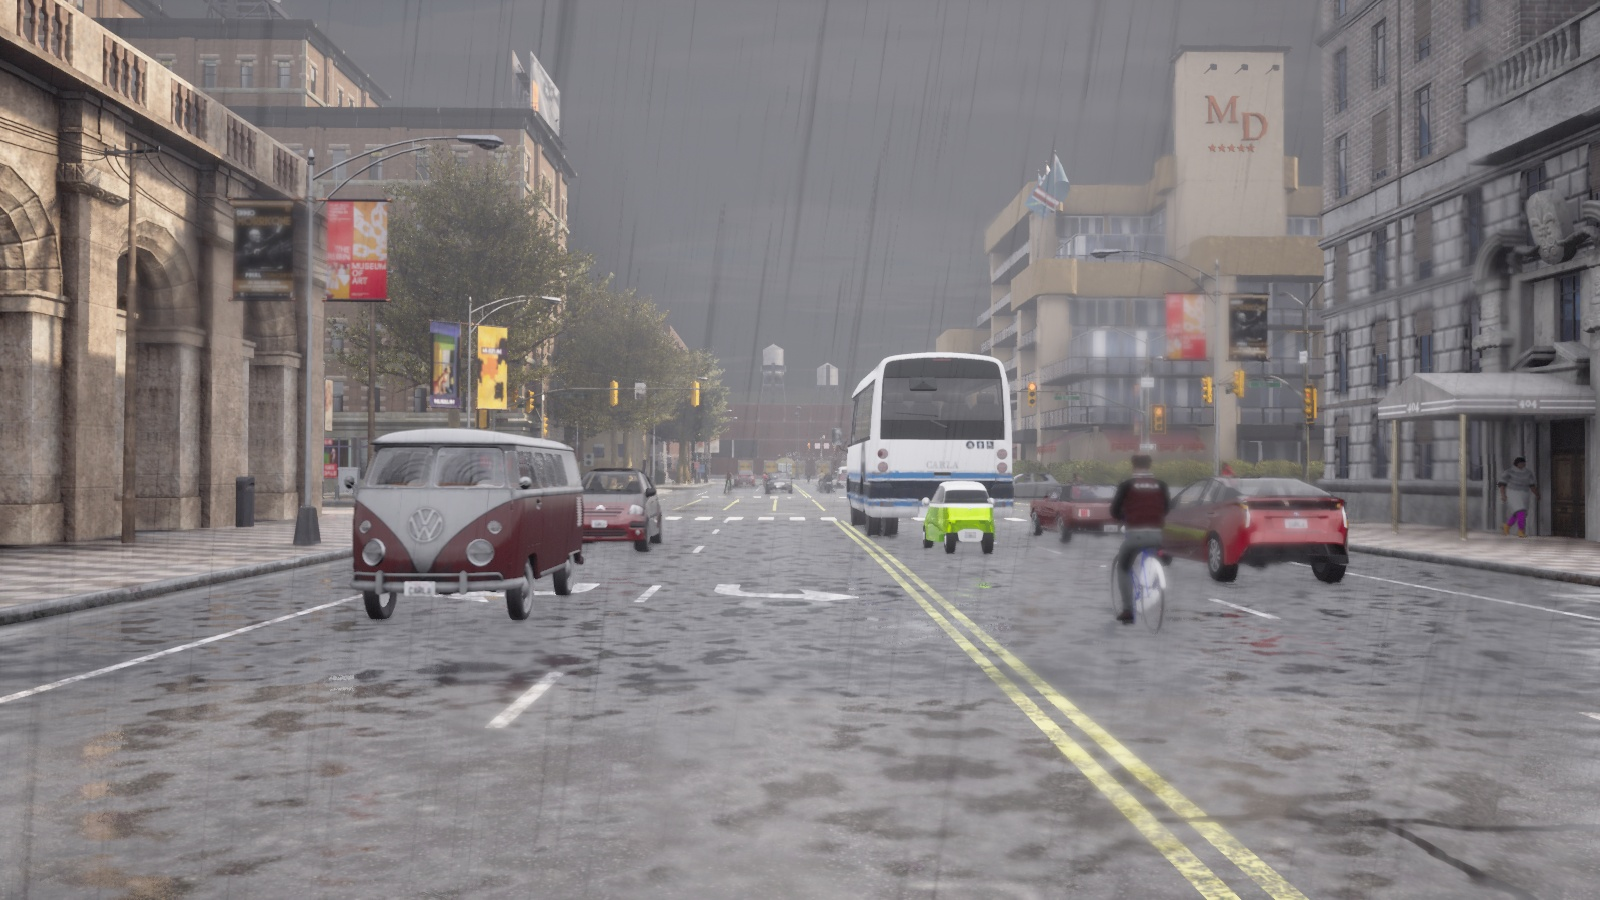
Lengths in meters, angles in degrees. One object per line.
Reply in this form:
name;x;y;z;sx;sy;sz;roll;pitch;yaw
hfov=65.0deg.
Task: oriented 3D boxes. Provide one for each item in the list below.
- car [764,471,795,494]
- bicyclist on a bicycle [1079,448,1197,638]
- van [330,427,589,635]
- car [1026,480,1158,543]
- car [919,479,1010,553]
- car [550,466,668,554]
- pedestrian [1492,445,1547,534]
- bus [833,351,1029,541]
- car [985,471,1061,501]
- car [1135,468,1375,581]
car;-1.442;2.247;87.812;2.128;1.511;4.902;0;-1;-1
bicyclist on a bicycle;3.380;0.885;12.715;0.659;1.776;1.843;0;-1;-1
van;-3.647;0.824;14.308;1.775;1.987;4.442;0;-1;-1
car;6.662;1.377;29.183;1.895;1.301;4.718;0;-1;-1
car;3.237;1.275;24.971;1.481;1.376;2.207;0;-1;-1
car;-3.768;1.153;25.365;1.851;1.617;3.988;0;-1;-1
pedestrian;15.959;0.875;27.886;0.659;1.952;0.873;0;-1;-5
bus;3.075;-0.015;33.390;3.944;4.253;10.273;0;-1;-1
car;11.752;1.892;66.321;3.633;1.501;1.845;0;-1;-1
car;6.812;1.058;19.398;2.007;1.525;4.514;0;-1;-1
